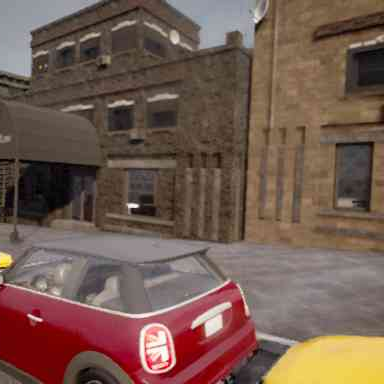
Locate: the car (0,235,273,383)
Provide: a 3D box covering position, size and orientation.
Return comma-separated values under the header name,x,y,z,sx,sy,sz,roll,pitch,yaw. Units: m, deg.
name,x,y,z,sx,sy,sz,roll,pitch,yaw
car,-1.510,1.387,4.607,4.553,1.767,2.185,-1,0,35
